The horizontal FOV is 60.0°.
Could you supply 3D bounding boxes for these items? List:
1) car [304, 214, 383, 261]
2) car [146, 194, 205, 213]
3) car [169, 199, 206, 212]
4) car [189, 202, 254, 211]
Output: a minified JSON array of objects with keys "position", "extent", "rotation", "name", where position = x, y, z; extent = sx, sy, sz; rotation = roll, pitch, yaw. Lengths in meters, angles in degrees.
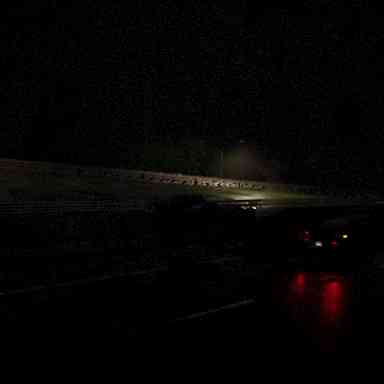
[{"position":[6.081,1.534,12.369],"extent":[4.674,1.442,1.812],"rotation":[0,0,-35],"name":"car"},{"position":[-1.201,1.233,28.902],"extent":[5.566,2.045,2.150],"rotation":[0,0,-35],"name":"car"},{"position":[0.872,1.538,26.081],"extent":[4.674,1.442,1.812],"rotation":[0,0,-35],"name":"car"},{"position":[2.741,1.559,23.116],"extent":[5.357,1.411,2.033],"rotation":[0,0,-35],"name":"car"}]
